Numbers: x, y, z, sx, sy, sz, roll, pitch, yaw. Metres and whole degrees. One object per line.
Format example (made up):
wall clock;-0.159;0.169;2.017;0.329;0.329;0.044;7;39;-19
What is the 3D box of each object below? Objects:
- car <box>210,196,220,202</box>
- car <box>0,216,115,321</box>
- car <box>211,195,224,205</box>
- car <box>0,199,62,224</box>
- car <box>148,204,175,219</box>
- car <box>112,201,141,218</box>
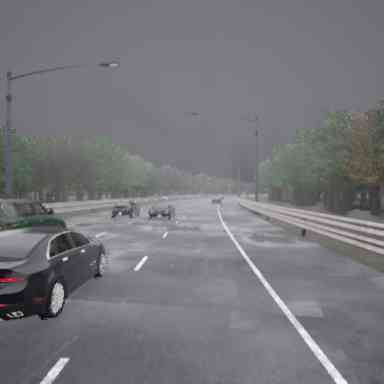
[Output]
car;5.799;1.610;83.248;2.033;1.411;5.357;0;0;8
car;-3.306;1.526;7.389;1.837;1.490;4.892;0;0;1
car;4.767;1.633;64.309;1.882;1.535;5.008;0;0;6
car;-6.718;1.256;12.472;2.150;2.045;5.566;0;0;1
car;-2.576;1.691;29.730;1.895;1.301;4.718;0;0;3
car;-6.020;1.594;30.791;1.837;1.490;4.892;0;0;3
